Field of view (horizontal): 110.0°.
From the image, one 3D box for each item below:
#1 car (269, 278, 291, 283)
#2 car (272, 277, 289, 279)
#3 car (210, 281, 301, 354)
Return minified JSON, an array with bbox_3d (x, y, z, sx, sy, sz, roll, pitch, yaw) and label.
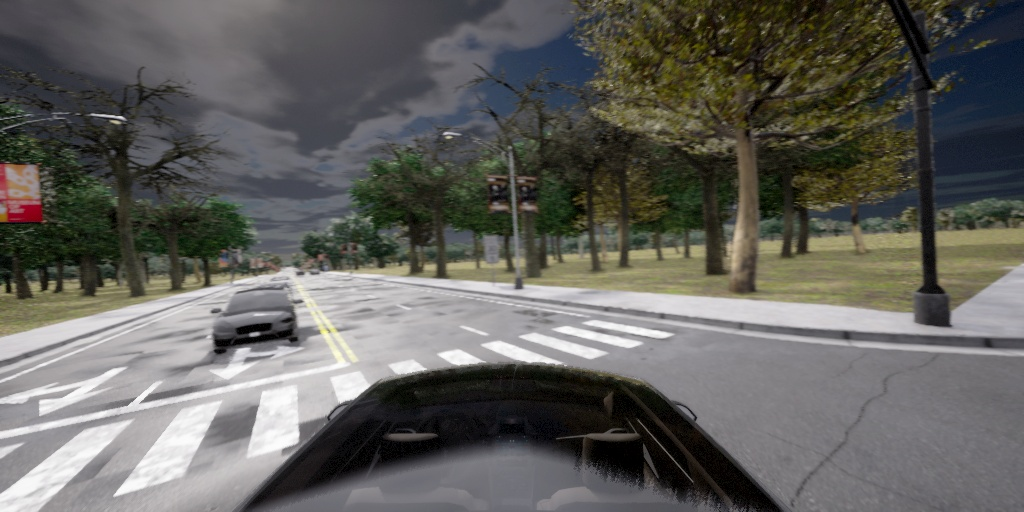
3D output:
[{"bbox_3d":[-13.442,2.179,20.281,1.895,1.301,4.718,-4,1,-32],"label":"car"},{"bbox_3d":[-22.727,2.706,35.216,1.895,1.301,4.718,-4,1,-32],"label":"car"},{"bbox_3d":[-7.582,1.751,10.897,1.837,1.490,4.892,-4,1,-31],"label":"car"}]
